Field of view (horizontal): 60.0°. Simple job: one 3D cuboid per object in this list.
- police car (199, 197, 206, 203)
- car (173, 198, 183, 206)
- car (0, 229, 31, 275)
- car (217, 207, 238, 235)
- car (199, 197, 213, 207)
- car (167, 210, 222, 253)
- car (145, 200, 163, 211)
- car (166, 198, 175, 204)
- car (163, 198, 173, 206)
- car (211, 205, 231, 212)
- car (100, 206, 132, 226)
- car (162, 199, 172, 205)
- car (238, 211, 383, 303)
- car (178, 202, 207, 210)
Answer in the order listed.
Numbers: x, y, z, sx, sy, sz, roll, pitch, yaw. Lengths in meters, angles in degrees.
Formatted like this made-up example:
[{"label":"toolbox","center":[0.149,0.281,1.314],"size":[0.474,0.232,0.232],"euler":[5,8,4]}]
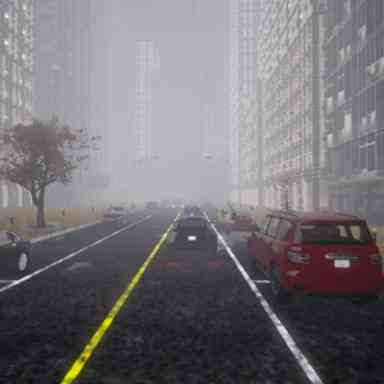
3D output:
[{"label":"police car","center":[3.015,2.267,94.715],"size":[1.930,1.638,5.238],"euler":[0,0,0]},{"label":"car","center":[-2.988,2.113,71.011],"size":[1.882,1.535,5.008],"euler":[0,-1,0]},{"label":"car","center":[-5.681,1.629,8.349],"size":[2.008,1.369,4.403],"euler":[1,-1,0]},{"label":"car","center":[2.701,1.764,19.653],"size":[1.802,1.307,4.206],"euler":[1,-1,0]},{"label":"car","center":[2.708,2.084,59.142],"size":[2.008,1.369,4.403],"euler":[1,-1,0]},{"label":"car","center":[0.007,1.697,14.293],"size":[1.994,1.385,4.181],"euler":[0,0,0]},{"label":"car","center":[-5.674,1.979,47.847],"size":[1.887,1.381,4.507],"euler":[1,-1,0]},{"label":"car","center":[-5.668,2.344,87.345],"size":[1.947,1.339,4.313],"euler":[1,0,0]},{"label":"car","center":[-5.671,2.156,70.248],"size":[1.752,1.417,4.829],"euler":[1,0,0]},{"label":"car","center":[2.703,1.760,25.465],"size":[1.752,1.417,4.829],"euler":[1,-1,0]},{"label":"car","center":[-5.679,1.784,25.277],"size":[2.008,1.369,4.403],"euler":[1,-1,0]},{"label":"car","center":[-5.670,2.226,76.060],"size":[1.887,1.381,4.507],"euler":[1,0,0]},{"label":"car","center":[2.702,1.393,8.373],"size":[2.192,1.841,5.009],"euler":[1,-1,0]},{"label":"car","center":[0.009,1.833,29.275],"size":[1.994,1.385,4.181],"euler":[0,0,0]}]
